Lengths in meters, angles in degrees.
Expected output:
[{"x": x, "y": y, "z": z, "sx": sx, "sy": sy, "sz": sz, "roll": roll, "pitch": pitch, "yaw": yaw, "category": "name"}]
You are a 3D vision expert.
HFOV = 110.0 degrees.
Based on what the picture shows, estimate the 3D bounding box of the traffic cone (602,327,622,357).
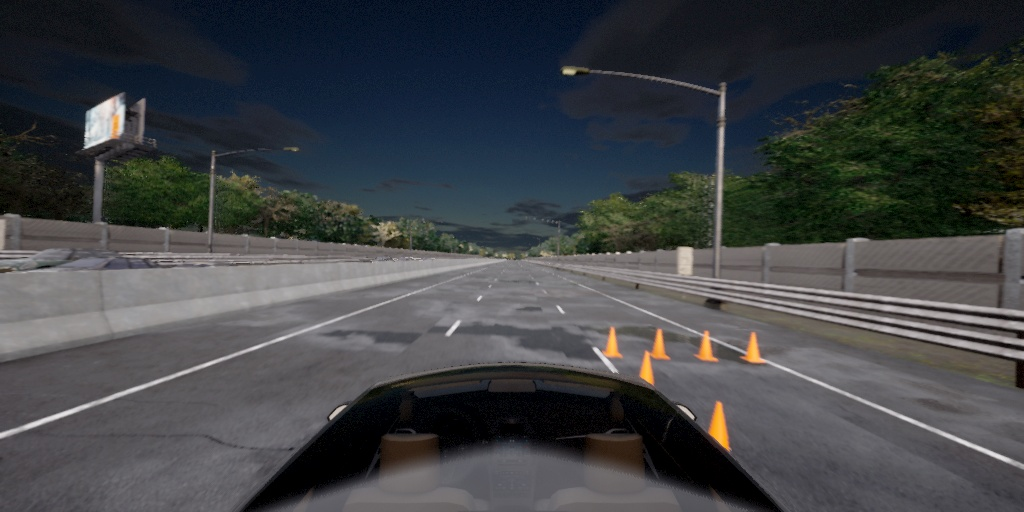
[{"x": 2.134, "y": 1.811, "z": 7.677, "sx": 0.340, "sy": 0.580, "sz": 0.340, "roll": 0, "pitch": 0, "yaw": 0, "category": "traffic cone"}]

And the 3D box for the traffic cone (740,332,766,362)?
[{"x": 5.132, "y": 1.922, "z": 7.654, "sx": 0.340, "sy": 0.580, "sz": 0.340, "roll": 0, "pitch": 0, "yaw": 0, "category": "traffic cone"}]

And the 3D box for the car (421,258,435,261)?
[{"x": -13.498, "y": 1.080, "z": 57.730, "sx": 2.128, "sy": 1.511, "sz": 4.902, "roll": 2, "pitch": 0, "yaw": 1, "category": "car"}]

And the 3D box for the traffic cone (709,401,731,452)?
[{"x": 2.104, "y": 1.791, "z": 3.678, "sx": 0.340, "sy": 0.580, "sz": 0.340, "roll": 0, "pitch": 0, "yaw": 0, "category": "traffic cone"}]

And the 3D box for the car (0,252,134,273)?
[{"x": -17.378, "y": 0.722, "z": 15.463, "sx": 2.033, "sy": 1.411, "sz": 5.357, "roll": 2, "pitch": 0, "yaw": 0, "category": "car"}]

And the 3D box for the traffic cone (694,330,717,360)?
[{"x": 4.132, "y": 1.885, "z": 7.662, "sx": 0.340, "sy": 0.580, "sz": 0.340, "roll": 0, "pitch": 0, "yaw": 0, "category": "traffic cone"}]

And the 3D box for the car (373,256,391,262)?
[{"x": -20.497, "y": 0.823, "z": 57.161, "sx": 2.128, "sy": 1.511, "sz": 4.902, "roll": 2, "pitch": 0, "yaw": 1, "category": "car"}]

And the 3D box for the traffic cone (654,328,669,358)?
[{"x": 3.133, "y": 1.848, "z": 7.670, "sx": 0.340, "sy": 0.580, "sz": 0.340, "roll": 0, "pitch": 0, "yaw": 0, "category": "traffic cone"}]

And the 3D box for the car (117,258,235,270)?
[{"x": -13.876, "y": 0.907, "z": 15.916, "sx": 1.895, "sy": 1.301, "sz": 4.718, "roll": 2, "pitch": 0, "yaw": 1, "category": "car"}]

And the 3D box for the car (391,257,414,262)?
[{"x": -17.004, "y": 0.947, "z": 57.144, "sx": 2.128, "sy": 1.511, "sz": 4.902, "roll": 2, "pitch": 0, "yaw": 1, "category": "car"}]

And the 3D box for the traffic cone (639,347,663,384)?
[{"x": 2.119, "y": 1.801, "z": 5.677, "sx": 0.340, "sy": 0.580, "sz": 0.340, "roll": 0, "pitch": 0, "yaw": 0, "category": "traffic cone"}]

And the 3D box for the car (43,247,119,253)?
[{"x": -20.850, "y": 0.405, "z": 16.786, "sx": 2.097, "sy": 1.767, "sz": 4.553, "roll": 2, "pitch": 0, "yaw": 1, "category": "car"}]
